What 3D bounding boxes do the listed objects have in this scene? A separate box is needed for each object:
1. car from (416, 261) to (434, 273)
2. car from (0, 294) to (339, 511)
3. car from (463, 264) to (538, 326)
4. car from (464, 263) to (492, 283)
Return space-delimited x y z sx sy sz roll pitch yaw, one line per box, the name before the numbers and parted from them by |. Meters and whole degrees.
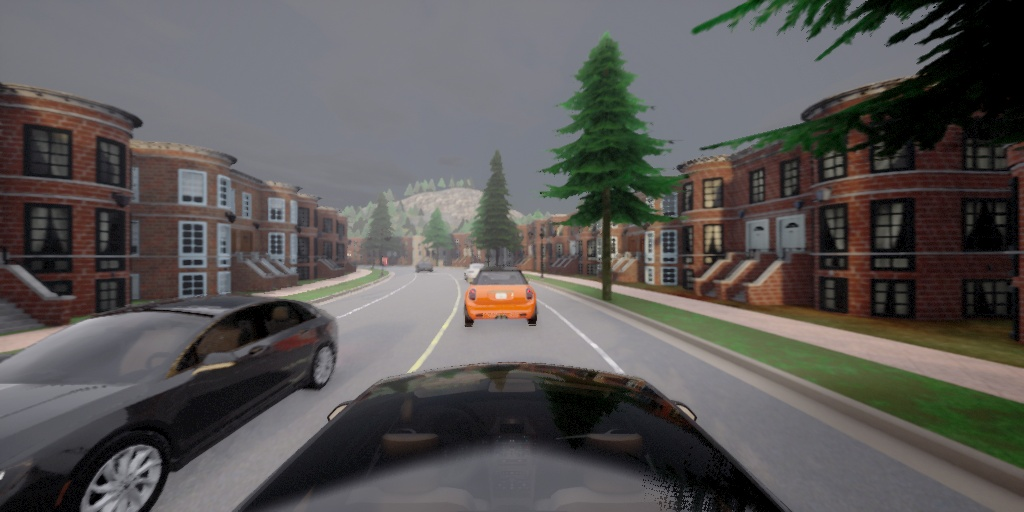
car | -11.119 1.386 45.462 1.837 1.490 4.892 0 0 -19
car | -3.725 1.272 4.036 1.837 1.490 4.892 0 0 -2
car | -0.443 1.126 11.983 2.097 1.767 4.553 0 0 -4
car | -2.903 1.346 29.459 1.812 1.442 4.674 0 0 -11
